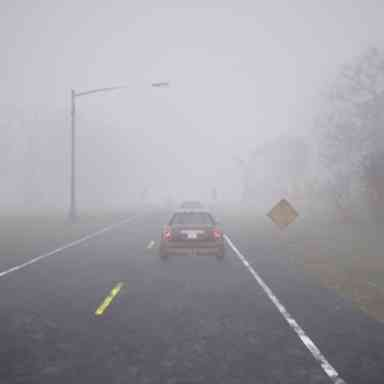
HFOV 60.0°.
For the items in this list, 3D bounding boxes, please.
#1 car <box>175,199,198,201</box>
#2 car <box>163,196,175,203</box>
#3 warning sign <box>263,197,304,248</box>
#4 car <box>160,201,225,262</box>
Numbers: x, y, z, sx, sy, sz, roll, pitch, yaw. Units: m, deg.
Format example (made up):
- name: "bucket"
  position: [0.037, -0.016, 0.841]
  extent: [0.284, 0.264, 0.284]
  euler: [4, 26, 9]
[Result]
- name: "car"
  position: [-0.045, 1.439, 27.501]
  extent: [2.097, 1.767, 4.553]
  euler: [0, 0, 0]
- name: "car"
  position: [-3.920, 1.540, 57.865]
  extent: [2.097, 1.767, 4.553]
  euler: [0, 0, 0]
- name: "warning sign"
  position: [3.547, 1.157, 13.015]
  extent: [1.300, 1.860, 1.060]
  euler: [1, 1, 0]
- name: "car"
  position: [0.022, 1.391, 12.488]
  extent: [2.097, 1.767, 4.553]
  euler: [0, 0, 0]
